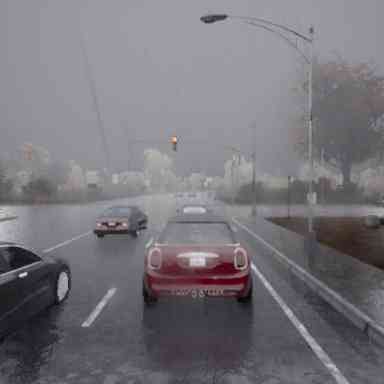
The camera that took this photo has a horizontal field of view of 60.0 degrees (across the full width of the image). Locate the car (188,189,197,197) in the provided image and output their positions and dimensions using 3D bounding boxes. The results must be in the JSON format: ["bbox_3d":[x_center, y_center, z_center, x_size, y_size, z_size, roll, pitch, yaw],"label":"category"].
[{"bbox_3d":[0.066,0.651,85.616,1.812,1.442,4.674,0,1,0],"label":"car"}]

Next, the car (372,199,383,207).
[{"bbox_3d":[24.591,1.134,39.621,5.357,1.411,2.033,0,1,3],"label":"car"}]

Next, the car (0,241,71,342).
[{"bbox_3d":[-3.397,1.452,4.933,1.837,1.490,4.892,0,0,0],"label":"car"}]

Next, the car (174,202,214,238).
[{"bbox_3d":[0.112,1.349,17.387,1.812,1.442,4.674,0,1,0],"label":"car"}]

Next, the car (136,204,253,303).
[{"bbox_3d":[0.106,1.268,8.161,2.097,1.767,4.553,0,1,0],"label":"car"}]

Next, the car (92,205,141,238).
[{"bbox_3d":[-3.391,1.378,16.592,2.033,1.411,5.357,0,1,0],"label":"car"}]

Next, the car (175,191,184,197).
[{"bbox_3d":[-3.434,0.678,85.585,1.994,1.385,4.181,0,1,0],"label":"car"}]

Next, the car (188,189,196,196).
[{"bbox_3d":[0.113,0.107,95.611,2.150,2.045,5.566,0,1,1],"label":"car"}]
